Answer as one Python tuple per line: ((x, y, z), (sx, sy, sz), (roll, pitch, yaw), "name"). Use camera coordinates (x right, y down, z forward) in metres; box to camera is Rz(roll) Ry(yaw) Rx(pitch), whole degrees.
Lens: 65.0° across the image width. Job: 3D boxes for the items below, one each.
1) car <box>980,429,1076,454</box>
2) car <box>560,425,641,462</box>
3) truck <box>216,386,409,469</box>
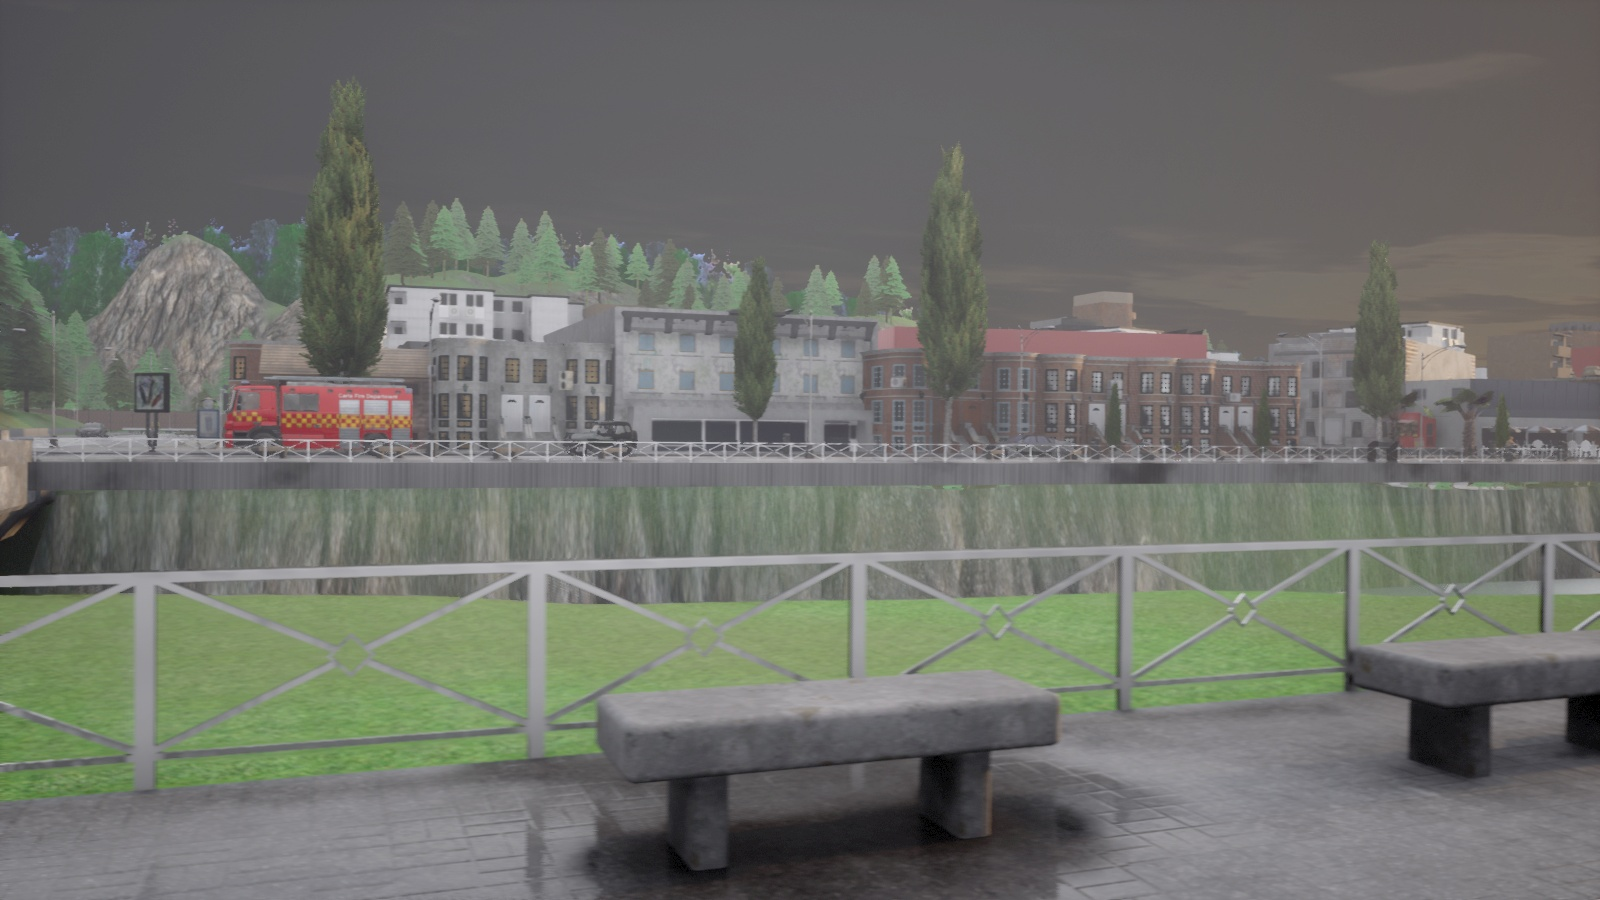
((13.588, -0.518, 74.884), (5.357, 1.411, 2.033), (-1, 1, -21), "car")
((-10.461, -0.362, 65.740), (3.866, 1.878, 1.905), (-1, 1, -21), "car")
((-23.460, -1.102, 60.788), (8.468, 3.827, 2.891), (-1, 1, -21), "truck")
